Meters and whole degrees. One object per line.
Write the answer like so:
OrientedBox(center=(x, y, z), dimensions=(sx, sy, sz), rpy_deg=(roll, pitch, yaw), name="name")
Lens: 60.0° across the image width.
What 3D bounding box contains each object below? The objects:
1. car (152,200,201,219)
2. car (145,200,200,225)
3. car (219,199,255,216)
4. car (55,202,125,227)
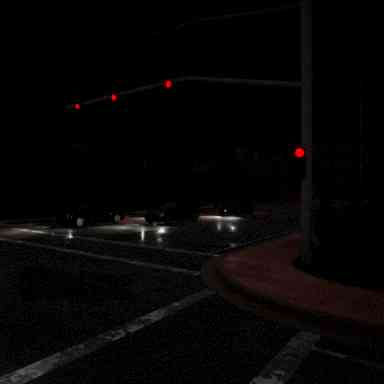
OrientedBox(center=(-1.341, 1.507, 30.626), dimensions=(1.837, 1.490, 4.892), rpy_deg=(0, 0, 36), name="car")
OrientedBox(center=(-1.358, 1.479, 24.602), dimensions=(1.882, 1.535, 5.008), rpy_deg=(0, 0, 36), name="car")
OrientedBox(center=(4.503, 1.506, 32.740), dimensions=(1.837, 1.490, 4.892), rpy_deg=(0, 0, 36), name="car")
OrientedBox(center=(-6.874, 1.480, 22.912), dimensions=(1.882, 1.535, 5.008), rpy_deg=(0, 0, 36), name="car")
